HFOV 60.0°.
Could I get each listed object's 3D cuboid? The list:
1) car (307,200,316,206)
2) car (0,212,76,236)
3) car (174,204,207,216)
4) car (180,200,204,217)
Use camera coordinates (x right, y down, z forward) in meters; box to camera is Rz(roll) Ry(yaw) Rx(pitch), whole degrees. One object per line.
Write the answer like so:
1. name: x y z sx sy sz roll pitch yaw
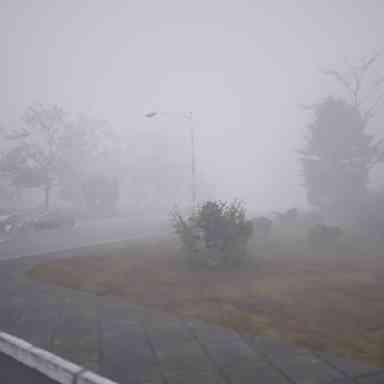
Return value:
1. car: 27.776 2.486 76.018 2.128 1.511 4.902 -3 -2 38
2. car: -10.734 2.202 23.809 2.128 1.511 4.902 -3 -2 33
3. car: -0.103 2.499 46.964 2.033 1.411 5.357 -3 -2 32
4. car: 1.143 2.008 42.420 2.150 2.045 5.566 -3 -2 32
